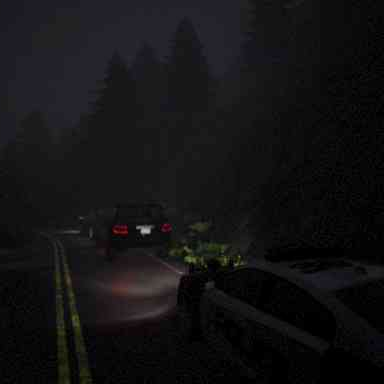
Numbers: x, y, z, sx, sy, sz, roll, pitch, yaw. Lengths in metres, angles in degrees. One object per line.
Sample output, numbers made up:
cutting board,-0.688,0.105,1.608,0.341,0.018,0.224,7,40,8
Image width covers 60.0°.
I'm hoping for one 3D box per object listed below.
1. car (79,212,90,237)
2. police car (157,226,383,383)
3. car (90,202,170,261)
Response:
car,-5.172,1.793,19.016,1.837,1.490,4.892,1,-1,-29
police car,1.308,1.468,4.154,1.930,1.638,5.238,0,-1,-23
car,-2.549,1.405,13.341,2.150,2.045,5.566,0,-1,-23
